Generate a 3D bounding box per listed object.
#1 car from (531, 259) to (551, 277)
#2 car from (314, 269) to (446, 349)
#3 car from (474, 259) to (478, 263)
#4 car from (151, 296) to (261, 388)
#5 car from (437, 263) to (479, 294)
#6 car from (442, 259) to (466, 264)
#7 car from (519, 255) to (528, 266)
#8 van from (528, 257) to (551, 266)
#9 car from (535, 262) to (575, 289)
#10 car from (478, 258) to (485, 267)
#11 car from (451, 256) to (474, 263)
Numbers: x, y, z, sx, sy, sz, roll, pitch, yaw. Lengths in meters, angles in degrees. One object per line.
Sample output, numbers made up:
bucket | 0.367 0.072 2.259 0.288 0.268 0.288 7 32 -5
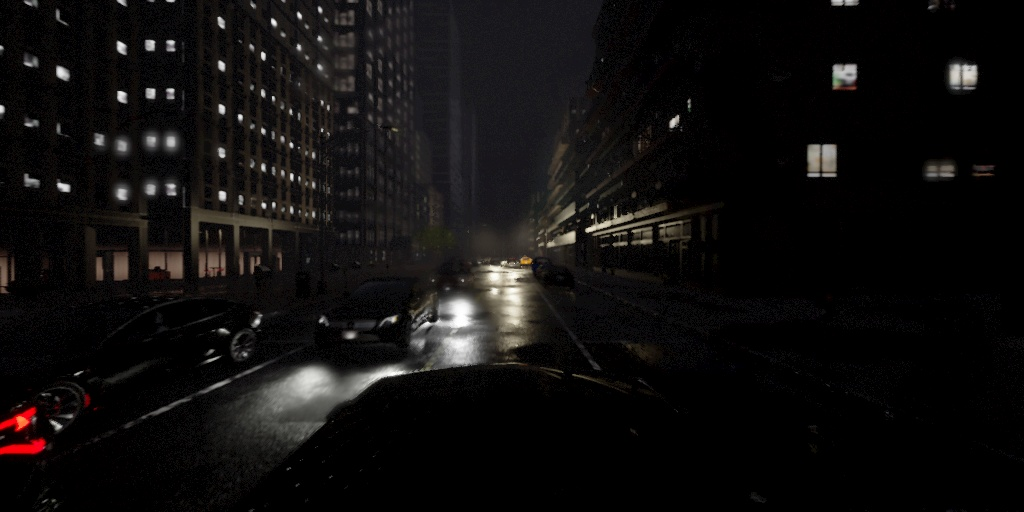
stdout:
car | 2.689 1.155 27.476 1.751 1.417 4.829 0 0 0
car | -3.101 1.239 9.196 1.812 1.442 4.674 0 0 0
car | -5.693 1.112 43.874 2.007 1.370 4.403 0 0 0
car | -5.692 1.299 5.215 1.948 1.339 4.313 0 0 0
car | -3.091 1.265 19.500 1.895 1.301 4.718 0 0 0
car | -5.693 1.172 32.829 1.948 1.339 4.313 0 0 0
car | 2.358 0.970 61.815 1.882 1.535 5.008 0 0 0
van | 2.689 0.947 32.829 1.690 1.789 3.998 0 0 0
car | 2.689 1.220 21.783 1.948 1.339 4.313 0 0 0
car | -5.693 1.069 54.920 2.007 1.370 4.403 0 0 0
car | -5.693 0.898 38.351 2.192 1.841 5.009 0 0 0
